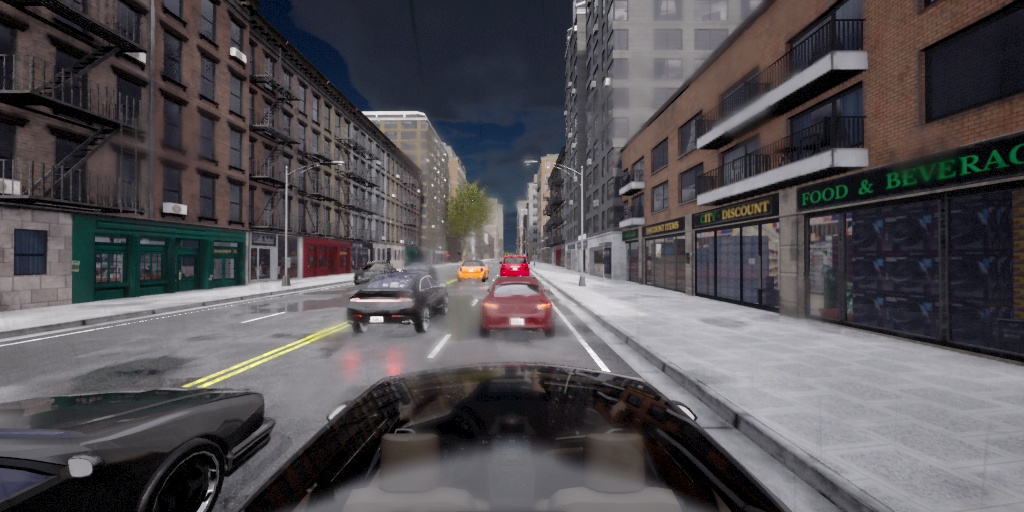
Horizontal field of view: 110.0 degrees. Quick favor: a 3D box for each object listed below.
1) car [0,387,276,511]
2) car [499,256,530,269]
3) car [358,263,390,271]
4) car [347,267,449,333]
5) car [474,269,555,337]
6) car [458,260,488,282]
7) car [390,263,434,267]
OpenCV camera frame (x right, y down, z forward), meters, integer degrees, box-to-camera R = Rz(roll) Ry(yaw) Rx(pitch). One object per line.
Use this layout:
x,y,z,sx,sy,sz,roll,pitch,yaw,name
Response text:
-3.160,1.297,0.852,2.033,1.411,5.357,0,0,1,car
0.206,0.984,27.257,2.150,2.045,5.566,0,0,0,car
-9.754,1.266,25.987,1.837,1.490,4.892,0,0,0,car
-3.110,1.244,10.662,2.128,1.511,4.902,0,0,0,car
0.131,1.278,10.159,1.812,1.442,4.674,0,0,0,car
-3.041,1.116,28.950,2.097,1.767,4.553,0,0,0,car
-6.507,1.252,25.203,2.128,1.511,4.902,0,0,0,car
